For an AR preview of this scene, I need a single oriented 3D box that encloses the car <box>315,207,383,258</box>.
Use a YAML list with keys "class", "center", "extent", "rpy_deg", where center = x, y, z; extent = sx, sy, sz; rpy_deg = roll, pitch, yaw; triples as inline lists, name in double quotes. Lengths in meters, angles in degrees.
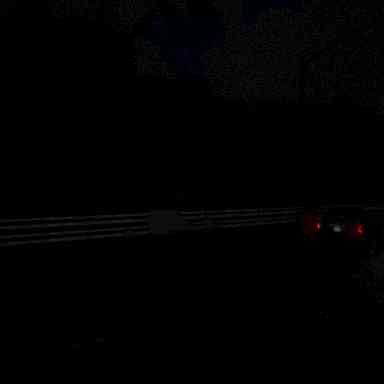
- class: "car"
  center: [6.897, 1.350, 13.044]
  extent: [4.553, 1.767, 2.097]
  rpy_deg: [0, 0, -35]
